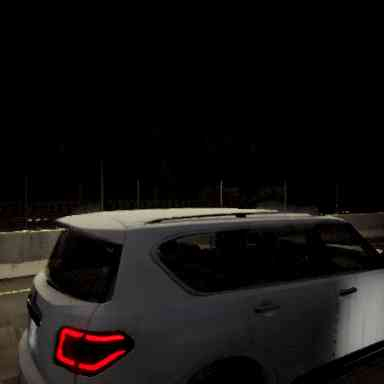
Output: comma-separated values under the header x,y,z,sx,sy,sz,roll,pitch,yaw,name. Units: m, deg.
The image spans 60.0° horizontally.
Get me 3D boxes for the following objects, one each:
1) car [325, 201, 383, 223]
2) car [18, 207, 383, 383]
x,y,z,sx,sy,sz,roll,pitch,yaw,name
13.154,1.490,25.972,4.902,1.511,2.128,0,0,-20,car
0.941,1.219,4.213,5.566,2.045,2.150,0,0,-33,car
